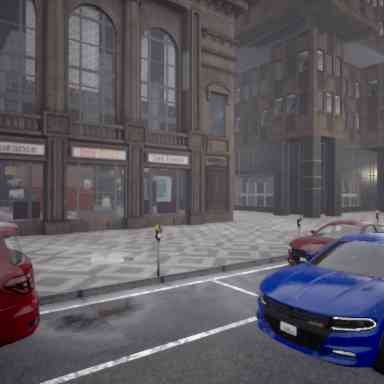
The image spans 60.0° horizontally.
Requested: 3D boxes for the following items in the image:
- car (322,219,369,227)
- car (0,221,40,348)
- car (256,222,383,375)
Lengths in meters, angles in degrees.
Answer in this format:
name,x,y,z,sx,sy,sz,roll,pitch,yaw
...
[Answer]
name,x,y,z,sx,sy,sz,roll,pitch,yaw
car,4.767,1.547,10.073,4.507,1.381,1.887,0,0,-36
car,-4.338,1.315,3.544,5.009,1.841,2.192,0,0,-36
car,3.267,1.479,5.725,5.008,1.535,1.882,0,0,-36
